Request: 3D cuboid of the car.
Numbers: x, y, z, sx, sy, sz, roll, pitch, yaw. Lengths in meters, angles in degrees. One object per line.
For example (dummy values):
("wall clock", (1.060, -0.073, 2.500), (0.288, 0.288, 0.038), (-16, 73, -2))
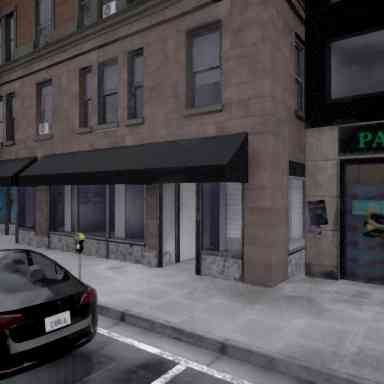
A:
("car", (-3.278, 1.566, 5.151), (4.313, 1.339, 1.947), (0, 0, 36))
